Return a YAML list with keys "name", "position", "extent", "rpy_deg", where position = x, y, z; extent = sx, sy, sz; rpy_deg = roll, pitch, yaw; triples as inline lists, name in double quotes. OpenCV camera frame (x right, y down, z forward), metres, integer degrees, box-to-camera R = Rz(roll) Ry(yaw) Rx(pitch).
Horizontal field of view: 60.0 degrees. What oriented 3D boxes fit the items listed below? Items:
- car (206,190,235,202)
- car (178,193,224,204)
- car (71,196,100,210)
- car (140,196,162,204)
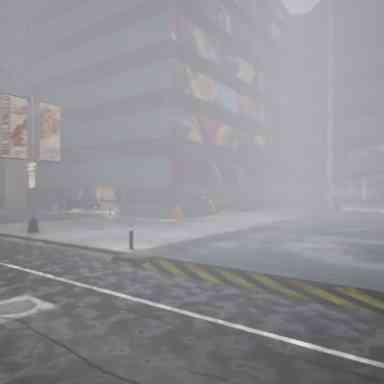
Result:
- name: "car"
  position: [5.030, 0.712, 60.906]
  extent: [5.566, 2.045, 2.435]
  rpy_deg: [0, 0, 35]
- name: "car"
  position: [0.306, 1.144, 32.416]
  extent: [4.674, 1.452, 2.002]
  rpy_deg: [0, 0, 35]
- name: "car"
  position: [-12.029, 1.179, 36.106]
  extent: [4.786, 1.482, 2.161]
  rpy_deg: [0, 0, 35]
- name: "car"
  position: [-4.985, 1.200, 45.332]
  extent: [4.718, 1.301, 1.895]
  rpy_deg: [0, 0, 35]
